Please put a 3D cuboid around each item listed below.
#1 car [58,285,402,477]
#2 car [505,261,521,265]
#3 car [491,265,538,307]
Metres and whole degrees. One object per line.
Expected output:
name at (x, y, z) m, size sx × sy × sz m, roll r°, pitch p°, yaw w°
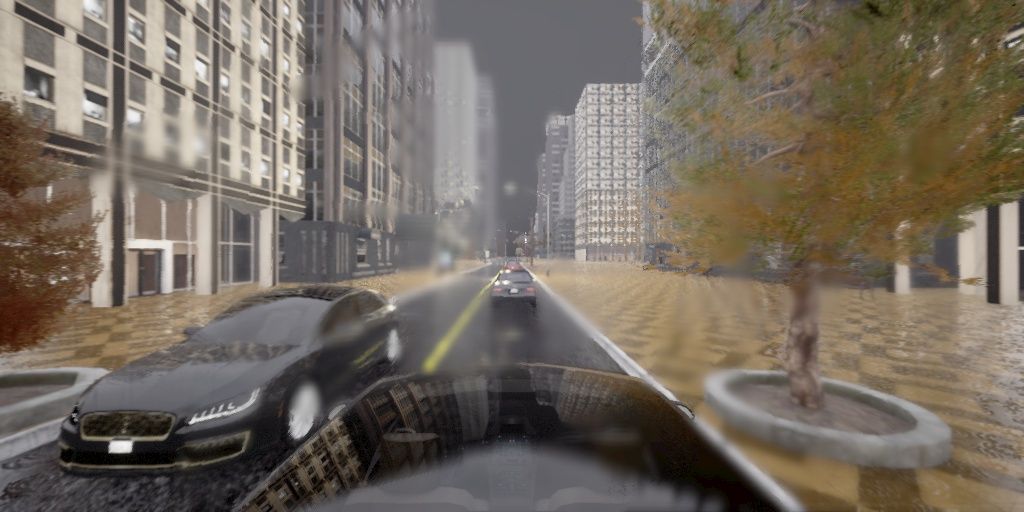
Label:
car at (-3.085, 1.251, 5.261) m, size 1.837 × 1.490 × 4.892 m, roll 0°, pitch 0°, yaw 0°
car at (0.100, 1.274, 42.987) m, size 1.994 × 1.385 × 4.181 m, roll 0°, pitch 0°, yaw 0°
car at (0.099, 1.285, 15.268) m, size 2.033 × 1.411 × 5.357 m, roll 0°, pitch 0°, yaw 0°
